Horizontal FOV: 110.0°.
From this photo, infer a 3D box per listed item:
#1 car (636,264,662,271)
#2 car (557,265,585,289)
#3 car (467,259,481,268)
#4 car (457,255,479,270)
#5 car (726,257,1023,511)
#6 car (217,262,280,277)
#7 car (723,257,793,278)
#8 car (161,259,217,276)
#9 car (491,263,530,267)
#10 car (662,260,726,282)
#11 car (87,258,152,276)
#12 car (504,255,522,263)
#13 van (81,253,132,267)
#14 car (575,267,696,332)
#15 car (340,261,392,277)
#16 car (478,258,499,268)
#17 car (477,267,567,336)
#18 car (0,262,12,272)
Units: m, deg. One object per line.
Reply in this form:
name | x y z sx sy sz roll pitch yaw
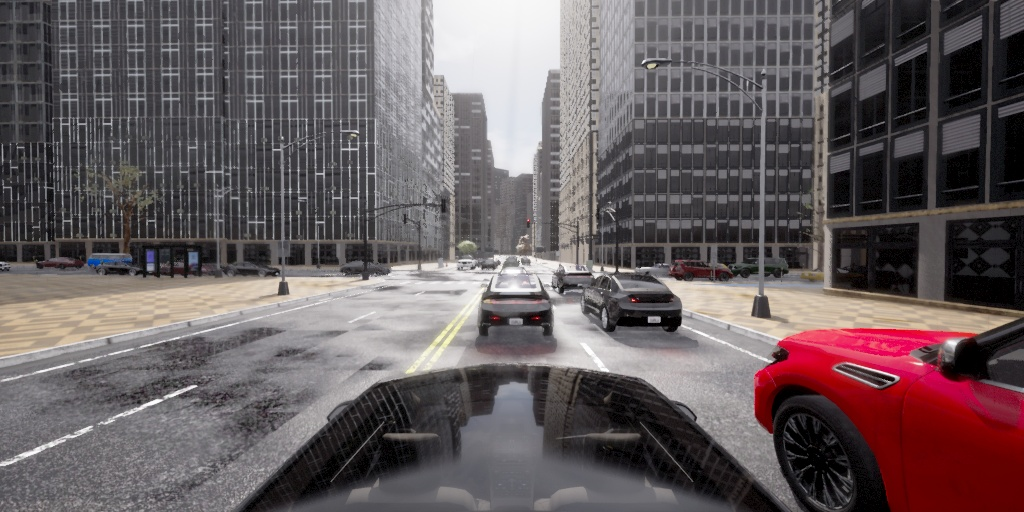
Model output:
car | 15.074 1.452 36.730 4.718 1.301 1.895 0 1 0
car | 3.338 1.232 20.093 2.128 1.511 4.902 0 0 0
car | -6.609 1.266 62.616 1.994 1.385 4.181 0 0 0
car | -6.625 0.935 52.576 2.150 2.045 5.566 0 0 0
car | 3.348 0.972 0.981 2.150 2.045 5.566 0 0 0
car | -22.752 1.173 31.449 4.313 1.339 1.948 0 0 1
car | 24.979 1.159 36.575 5.566 2.045 2.150 1 1 1
car | -28.437 1.138 31.578 4.207 1.307 1.802 0 0 1
car | 0.087 1.288 20.087 2.033 1.411 5.357 0 0 0
car | 16.173 1.269 30.948 5.009 1.841 2.192 0 0 1
car | -34.117 1.069 31.747 4.313 1.339 1.948 0 0 1
car | -0.060 1.070 49.528 2.097 1.767 4.553 0 0 2
van | -45.314 0.604 40.400 3.998 1.789 1.690 0 0 1
car | 3.342 1.251 10.845 1.837 1.490 4.892 0 0 0
car | -13.878 1.167 34.165 4.674 1.442 1.812 1 1 -1
car | -3.375 1.192 52.127 1.882 1.535 5.008 0 0 0
car | 0.093 1.238 10.352 2.128 1.511 4.902 0 0 0
car | -51.691 0.822 34.800 4.674 1.442 1.812 0 1 2
